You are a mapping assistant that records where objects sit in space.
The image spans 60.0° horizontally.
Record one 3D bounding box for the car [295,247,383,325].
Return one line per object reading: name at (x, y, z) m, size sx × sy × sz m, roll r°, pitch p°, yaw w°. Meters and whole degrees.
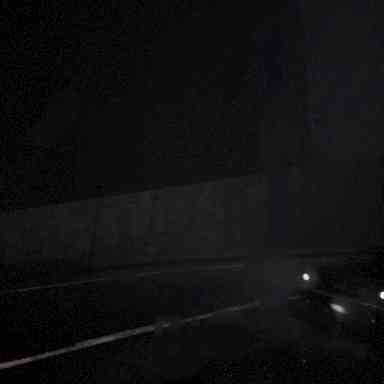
car at (4.374, 1.897, 7.139) m, size 4.718 × 1.301 × 1.895 m, roll 5°, pitch -3°, yaw -36°
